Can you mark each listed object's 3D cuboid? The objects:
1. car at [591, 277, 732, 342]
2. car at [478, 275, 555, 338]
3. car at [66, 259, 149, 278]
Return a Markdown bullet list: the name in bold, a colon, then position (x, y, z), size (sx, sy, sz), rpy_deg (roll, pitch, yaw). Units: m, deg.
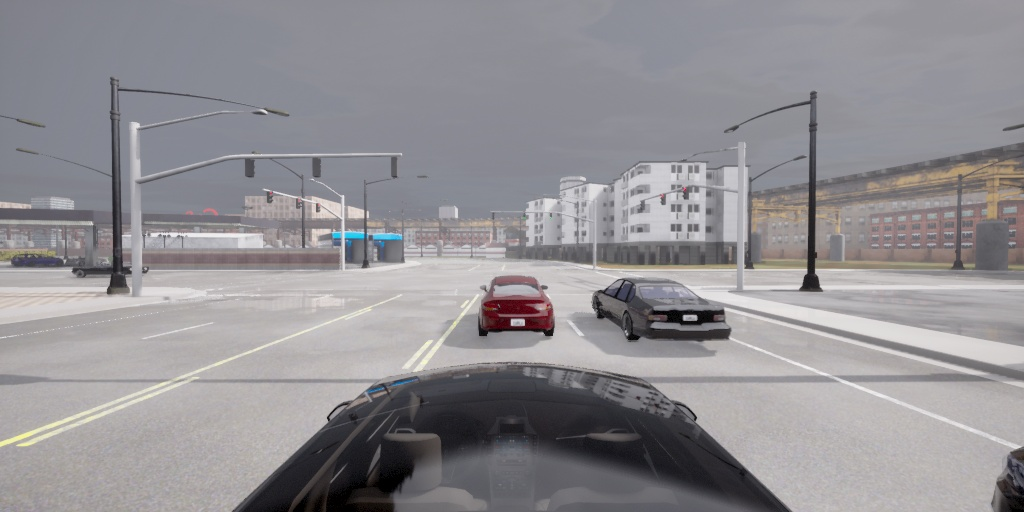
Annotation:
- **car**: position (3.581, 1.283, 9.729), size (2.033, 1.411, 5.357), rpy_deg (0, 0, 0)
- **car**: position (0.070, 1.256, 10.035), size (1.812, 1.442, 4.674), rpy_deg (0, 0, -1)
- **car**: position (-33.778, 1.137, 30.175), size (4.718, 1.301, 1.895), rpy_deg (0, 1, -1)
